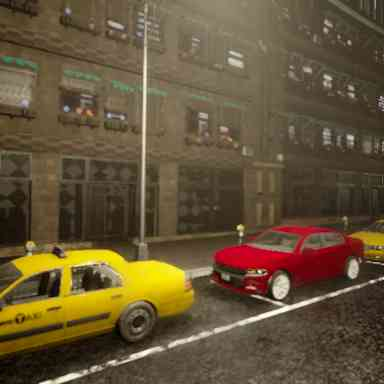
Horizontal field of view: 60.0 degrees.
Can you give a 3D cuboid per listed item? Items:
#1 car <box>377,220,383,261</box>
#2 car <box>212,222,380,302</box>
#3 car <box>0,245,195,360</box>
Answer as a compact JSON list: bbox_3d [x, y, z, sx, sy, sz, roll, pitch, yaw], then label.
[{"bbox_3d":[7.023,1.525,11.511,4.829,1.417,1.752,0,1,-35],"label":"car"},{"bbox_3d":[2.533,1.544,8.308,4.507,1.381,1.887,0,1,-35],"label":"car"},{"bbox_3d":[-2.234,1.526,4.908,4.829,1.417,1.752,0,1,-35],"label":"car"}]
